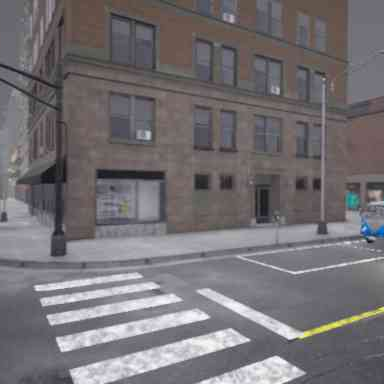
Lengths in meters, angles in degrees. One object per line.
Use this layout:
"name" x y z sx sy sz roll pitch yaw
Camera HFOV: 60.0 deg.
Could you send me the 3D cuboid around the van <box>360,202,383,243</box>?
"van" 8.859 1.288 14.101 3.998 1.788 1.690 0 1 -31
